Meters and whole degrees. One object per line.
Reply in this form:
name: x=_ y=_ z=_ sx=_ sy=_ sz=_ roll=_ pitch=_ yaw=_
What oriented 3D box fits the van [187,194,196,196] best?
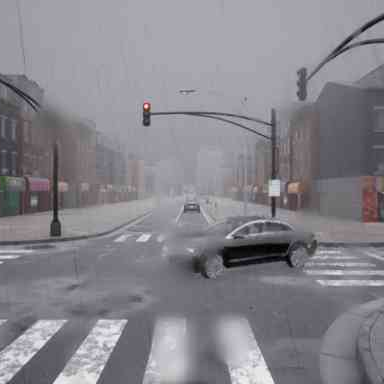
van: x=-0.073 y=1.341 z=53.529 sx=1.690 sy=1.788 sz=3.998 roll=0 pitch=0 yaw=0

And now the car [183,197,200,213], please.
car: x=-0.012 y=1.563 z=36.712 sx=1.947 sy=1.339 sz=4.313 roll=0 pitch=0 yaw=0

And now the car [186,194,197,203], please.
car: x=-0.132 y=1.326 z=70.345 sx=2.192 sy=1.841 sz=5.009 roll=0 pitch=0 yaw=0

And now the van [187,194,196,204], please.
van: x=-0.112 y=1.348 z=64.740 sx=1.690 sy=1.788 sz=3.998 roll=0 pitch=0 yaw=0

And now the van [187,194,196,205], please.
van: x=-0.093 y=1.344 z=59.135 sx=1.690 sy=1.788 sz=3.998 roll=0 pitch=0 yaw=0

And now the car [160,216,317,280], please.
car: x=1.486 y=1.501 z=9.952 sx=4.902 sy=1.511 sz=2.128 roll=0 pitch=0 yaw=-26
